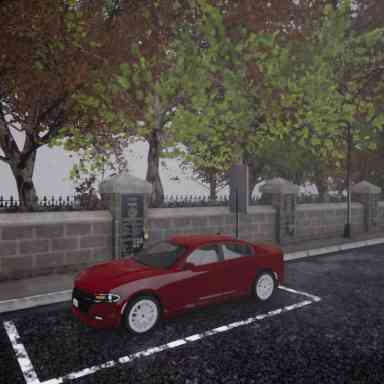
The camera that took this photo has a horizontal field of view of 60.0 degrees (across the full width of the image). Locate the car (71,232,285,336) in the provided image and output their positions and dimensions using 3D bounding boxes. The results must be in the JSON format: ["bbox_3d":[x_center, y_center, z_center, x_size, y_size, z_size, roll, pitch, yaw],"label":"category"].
[{"bbox_3d":[-0.052,1.545,6.681,4.507,1.381,1.887,0,0,-36],"label":"car"}]
